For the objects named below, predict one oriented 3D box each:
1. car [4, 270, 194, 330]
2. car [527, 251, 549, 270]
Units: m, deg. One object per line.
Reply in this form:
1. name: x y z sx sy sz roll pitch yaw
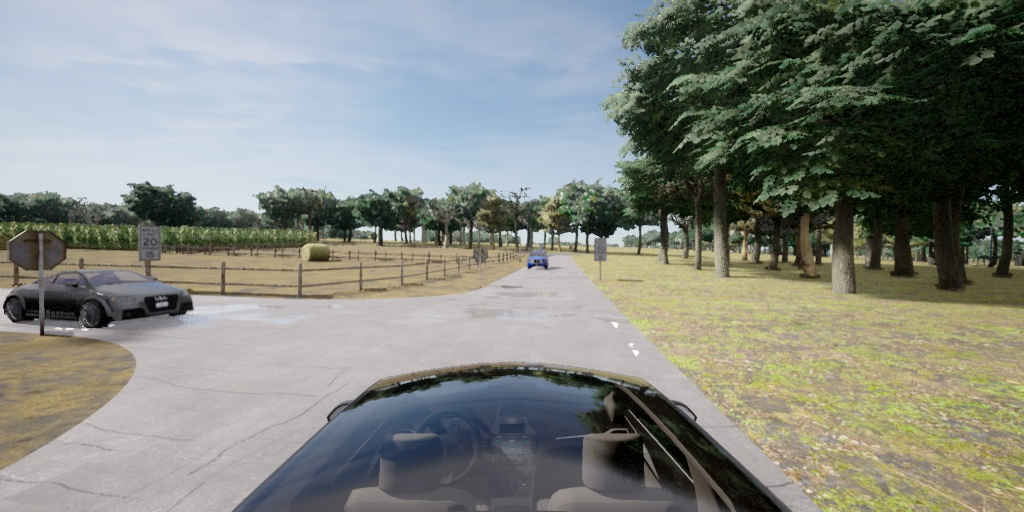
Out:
1. car: -11.244 1.074 9.896 4.181 1.385 1.994 1 1 11
2. car: 2.898 0.436 39.707 2.150 2.045 5.566 0 1 8
